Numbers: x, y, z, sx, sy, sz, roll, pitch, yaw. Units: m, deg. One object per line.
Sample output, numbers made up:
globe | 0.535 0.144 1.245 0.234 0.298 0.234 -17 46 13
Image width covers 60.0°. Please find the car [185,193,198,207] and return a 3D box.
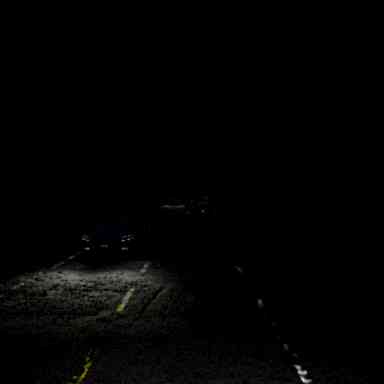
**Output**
car | -0.017 1.325 49.817 2.097 1.767 4.553 0 0 0

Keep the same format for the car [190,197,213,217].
car | 0.950 1.512 31.572 1.812 1.442 4.674 0 0 0

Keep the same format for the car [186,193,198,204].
car | -0.024 1.183 63.728 2.150 2.045 5.566 0 0 0

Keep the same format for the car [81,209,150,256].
car | -2.856 1.472 13.289 1.882 1.535 5.008 0 0 0

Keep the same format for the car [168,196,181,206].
car | -2.839 1.447 54.569 1.882 1.535 5.008 0 0 0
